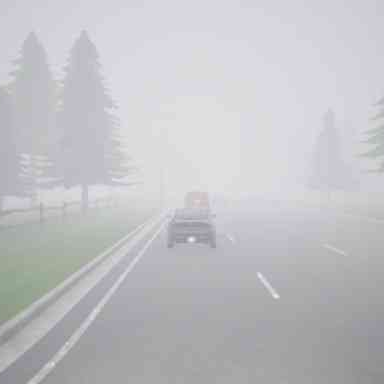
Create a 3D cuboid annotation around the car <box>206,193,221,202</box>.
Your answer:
[{"bbox_3d":[3.500,0.870,54.821,2.128,1.511,4.902,0,1,0],"label":"car"}]

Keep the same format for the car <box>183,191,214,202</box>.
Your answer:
[{"bbox_3d":[0.414,0.897,28.656,2.150,2.045,5.566,0,1,0],"label":"car"}]

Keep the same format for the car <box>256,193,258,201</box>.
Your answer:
[{"bbox_3d":[10.500,0.926,54.821,2.033,1.411,5.357,0,1,0],"label":"car"}]

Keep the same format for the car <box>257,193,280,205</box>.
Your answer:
[{"bbox_3d":[10.500,1.017,44.818,1.812,1.442,4.674,0,1,0],"label":"car"}]

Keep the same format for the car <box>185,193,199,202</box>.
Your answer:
[{"bbox_3d":[0.000,0.870,54.821,2.128,1.511,4.902,0,1,0],"label":"car"}]

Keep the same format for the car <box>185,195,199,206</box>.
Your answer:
[{"bbox_3d":[0.000,1.092,44.849,1.895,1.301,4.718,0,1,0],"label":"car"}]

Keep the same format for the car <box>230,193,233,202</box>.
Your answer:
[{"bbox_3d":[7.000,0.856,54.820,1.882,1.535,5.008,0,1,0],"label":"car"}]

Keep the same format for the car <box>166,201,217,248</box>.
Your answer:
[{"bbox_3d":[-0.015,1.347,13.783,1.837,1.490,4.892,0,1,0],"label":"car"}]

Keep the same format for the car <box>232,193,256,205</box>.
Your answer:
[{"bbox_3d":[7.000,1.017,44.818,1.812,1.442,4.674,0,1,0],"label":"car"}]

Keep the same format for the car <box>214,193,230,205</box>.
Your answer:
[{"bbox_3d":[3.500,1.056,44.819,1.994,1.385,4.181,0,1,0],"label":"car"}]
